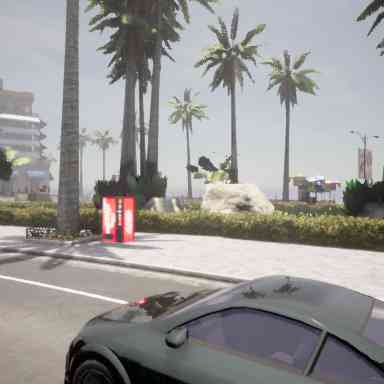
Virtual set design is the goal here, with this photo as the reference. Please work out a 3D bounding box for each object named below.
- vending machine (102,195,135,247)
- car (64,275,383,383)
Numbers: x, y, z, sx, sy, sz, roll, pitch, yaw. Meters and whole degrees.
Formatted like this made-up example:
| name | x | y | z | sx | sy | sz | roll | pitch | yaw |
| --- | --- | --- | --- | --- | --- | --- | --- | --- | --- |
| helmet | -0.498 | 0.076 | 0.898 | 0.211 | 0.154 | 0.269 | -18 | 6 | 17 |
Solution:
| name | x | y | z | sx | sy | sz | roll | pitch | yaw |
| --- | --- | --- | --- | --- | --- | --- | --- | --- | --- |
| vending machine | -3.134 | 1.195 | 14.185 | 0.880 | 2.100 | 1.100 | 0 | 0 | 27 |
| car | 0.695 | 1.564 | 3.192 | 4.181 | 1.385 | 1.994 | 0 | 0 | 34 |
